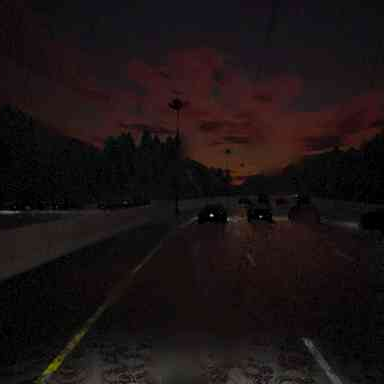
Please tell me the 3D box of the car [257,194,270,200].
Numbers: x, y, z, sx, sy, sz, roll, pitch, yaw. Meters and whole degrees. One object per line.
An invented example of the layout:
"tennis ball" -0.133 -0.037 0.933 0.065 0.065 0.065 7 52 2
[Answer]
"car" 13.691 1.417 64.080 2.150 2.045 5.566 1 0 15

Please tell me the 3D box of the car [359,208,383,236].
"car" 11.384 1.645 19.264 2.128 1.511 4.902 0 0 6

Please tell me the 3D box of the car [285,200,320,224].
"car" 8.835 1.648 26.381 1.812 1.442 4.674 1 0 8

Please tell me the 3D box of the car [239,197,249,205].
"car" 10.169 1.654 64.504 1.837 1.490 4.892 1 0 15

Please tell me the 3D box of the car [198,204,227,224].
"car" 1.610 1.591 24.921 1.994 1.385 4.181 1 0 7

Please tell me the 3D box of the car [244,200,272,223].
"car" 5.310 1.602 26.417 1.812 1.442 4.674 1 0 8

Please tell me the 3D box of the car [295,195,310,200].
"car" 18.284 1.474 54.796 2.150 2.045 5.566 0 0 16

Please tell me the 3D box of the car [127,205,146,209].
"car" -6.648 1.276 40.508 2.097 1.767 4.553 1 0 12

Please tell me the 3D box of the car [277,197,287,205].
"car" 17.128 1.717 63.450 1.882 1.535 5.008 1 0 15
